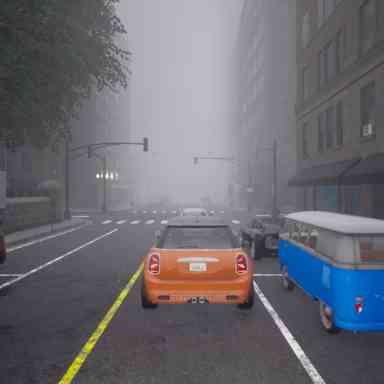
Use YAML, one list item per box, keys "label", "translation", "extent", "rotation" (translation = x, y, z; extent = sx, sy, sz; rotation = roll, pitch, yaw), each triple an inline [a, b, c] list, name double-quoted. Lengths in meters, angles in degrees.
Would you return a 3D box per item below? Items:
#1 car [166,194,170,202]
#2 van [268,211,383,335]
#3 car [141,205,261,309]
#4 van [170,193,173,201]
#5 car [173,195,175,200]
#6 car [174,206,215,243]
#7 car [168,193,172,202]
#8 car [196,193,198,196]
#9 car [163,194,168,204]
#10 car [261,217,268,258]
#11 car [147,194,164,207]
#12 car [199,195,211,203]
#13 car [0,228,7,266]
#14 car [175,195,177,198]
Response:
- label: "car"
  translation: [-5.666, 1.514, 61.032]
  extent: [1.887, 1.381, 4.507]
  rotation: [0, 0, 0]
- label: "van"
  translation: [2.856, 1.340, 6.481]
  extent: [1.690, 1.788, 3.998]
  rotation: [0, 0, 0]
- label: "car"
  translation: [0.103, 1.351, 8.035]
  extent: [2.097, 1.767, 4.553]
  rotation: [0, 0, 0]
- label: "van"
  translation: [-5.666, 1.311, 71.933]
  extent: [1.690, 1.788, 3.998]
  rotation: [0, 0, 0]
- label: "car"
  translation: [-5.666, 1.522, 77.384]
  extent: [2.008, 1.369, 4.403]
  rotation: [0, 0, 0]
- label: "car"
  translation: [0.102, 1.520, 17.036]
  extent: [1.812, 1.442, 4.674]
  rotation: [0, 0, 0]
- label: "car"
  translation: [-5.666, 1.514, 66.482]
  extent: [1.887, 1.381, 4.507]
  rotation: [0, 0, 0]
- label: "car"
  translation: [2.860, 1.506, 93.930]
  extent: [1.752, 1.417, 4.829]
  rotation: [0, 0, 0]
- label: "car"
  translation: [-5.666, 1.521, 55.580]
  extent: [2.008, 1.369, 4.403]
  rotation: [0, 0, 0]
- label: "car"
  translation: [2.857, 1.563, 12.141]
  extent: [1.947, 1.339, 4.313]
  rotation: [0, 0, 0]
- label: "car"
  translation: [-5.667, 1.497, 49.960]
  extent: [1.752, 1.417, 4.829]
  rotation: [0, 0, 0]
- label: "car"
  translation: [2.858, 1.409, 66.518]
  extent: [1.967, 1.590, 4.097]
  rotation: [0, 0, 0]
- label: "car"
  translation: [-5.668, 1.314, 6.441]
  extent: [2.192, 1.841, 5.009]
  rotation: [0, 0, 0]
- label: "car"
  translation: [-5.666, 1.289, 82.835]
  extent: [2.192, 1.841, 5.009]
  rotation: [0, 0, 0]
